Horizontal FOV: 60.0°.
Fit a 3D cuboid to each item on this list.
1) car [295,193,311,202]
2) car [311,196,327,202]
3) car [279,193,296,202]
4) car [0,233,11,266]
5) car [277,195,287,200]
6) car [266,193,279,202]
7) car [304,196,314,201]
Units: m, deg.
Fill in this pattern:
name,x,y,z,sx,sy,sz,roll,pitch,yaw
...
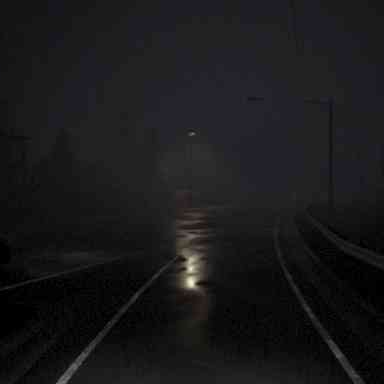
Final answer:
name,x,y,z,sx,sy,sz,roll,pitch,yaw
car,26.128,1.659,78.332,1.812,1.442,4.674,0,0,27
car,29.253,1.744,76.758,1.895,1.301,4.718,0,0,27
car,23.003,1.476,79.907,2.097,1.767,4.553,0,0,27
car,-6.698,1.194,6.686,2.150,2.045,5.566,0,0,27
car,24.481,1.526,90.430,1.812,1.442,4.674,0,0,27
car,19.728,1.331,81.192,2.150,2.045,5.566,0,0,27
car,30.719,1.625,87.253,1.895,1.301,4.718,0,0,27
